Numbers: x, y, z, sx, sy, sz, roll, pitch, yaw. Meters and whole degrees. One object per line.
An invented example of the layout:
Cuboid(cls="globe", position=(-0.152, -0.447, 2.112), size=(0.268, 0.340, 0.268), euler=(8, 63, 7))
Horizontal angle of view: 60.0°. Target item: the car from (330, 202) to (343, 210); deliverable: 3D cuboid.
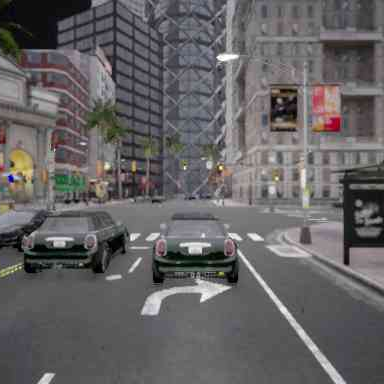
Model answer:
Cuboid(cls="car", position=(20.623, 1.642, 43.204), size=(4.718, 1.301, 1.895), euler=(0, 0, 0))

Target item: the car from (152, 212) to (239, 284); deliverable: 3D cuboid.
Cuboid(cls="car", position=(0.085, 1.361, 9.793), size=(2.097, 1.767, 4.553), euler=(0, 0, 0))

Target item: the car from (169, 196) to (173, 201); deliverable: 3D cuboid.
Cuboid(cls="car", position=(-6.241, 1.634, 86.257), size=(1.994, 1.385, 4.181), euler=(0, 0, 10))

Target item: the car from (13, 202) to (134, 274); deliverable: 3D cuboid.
Cuboid(cls="car", position=(-3.416, 1.362, 10.717), size=(2.097, 1.767, 4.553), euler=(0, 0, 0))

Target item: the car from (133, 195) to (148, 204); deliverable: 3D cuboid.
Cuboid(cls="car", position=(-10.505, 1.567, 66.571), size=(1.837, 1.490, 4.892), euler=(0, 0, 0))

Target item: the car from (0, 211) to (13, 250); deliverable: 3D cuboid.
Cuboid(cls="car", position=(-7.103, 1.491, 14.016), size=(1.882, 1.535, 5.008), euler=(0, 0, 0))

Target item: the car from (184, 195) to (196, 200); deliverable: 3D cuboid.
Cuboid(cls="car", position=(-0.567, 1.629, 93.629), size=(2.033, 1.411, 5.357), euler=(0, 0, 22))

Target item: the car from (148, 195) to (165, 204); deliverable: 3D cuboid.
Cuboid(cls="car", position=(-7.005, 1.664, 66.556), size=(1.895, 1.301, 4.718), euler=(0, 0, 0))

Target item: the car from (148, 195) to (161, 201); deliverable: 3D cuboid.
Cuboid(cls="car", position=(-9.738, 1.607, 86.613), size=(2.128, 1.511, 4.902), euler=(0, 0, 10))

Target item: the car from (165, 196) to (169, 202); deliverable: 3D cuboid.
Cuboid(cls="car", position=(-6.998, 1.572, 76.257), size=(1.837, 1.490, 4.892), euler=(0, 0, 0))
